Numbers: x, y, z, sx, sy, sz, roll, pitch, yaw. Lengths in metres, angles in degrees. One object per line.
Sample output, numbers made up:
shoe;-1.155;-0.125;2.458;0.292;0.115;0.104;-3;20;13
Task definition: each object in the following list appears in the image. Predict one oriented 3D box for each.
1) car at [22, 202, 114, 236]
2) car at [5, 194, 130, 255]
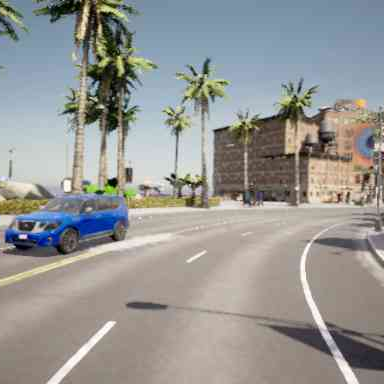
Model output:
car;-6.520;1.354;18.158;1.837;1.490;4.892;1;-1;22
car;-4.592;1.112;13.409;2.150;2.045;5.566;1;0;19
